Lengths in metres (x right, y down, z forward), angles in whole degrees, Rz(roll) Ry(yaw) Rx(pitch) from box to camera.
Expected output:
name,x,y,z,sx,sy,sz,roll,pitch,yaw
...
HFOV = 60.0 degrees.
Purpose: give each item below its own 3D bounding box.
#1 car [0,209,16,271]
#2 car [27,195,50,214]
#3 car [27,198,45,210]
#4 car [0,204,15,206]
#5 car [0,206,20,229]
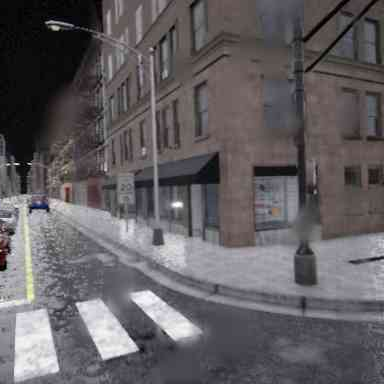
name,x,y,z,sx,sy,sz,roll,pitch,yaw
car,-7.029,1.579,10.900,1.882,1.535,5.008,-2,1,-27
car,-17.873,1.364,38.830,2.150,2.045,5.566,-2,1,-26
car,-22.508,1.671,47.951,2.128,1.511,4.902,-2,1,-27
car,-15.685,1.724,28.104,1.812,1.442,4.674,-2,1,-27
car,-11.213,1.750,19.214,1.895,1.301,4.718,-2,1,-27
